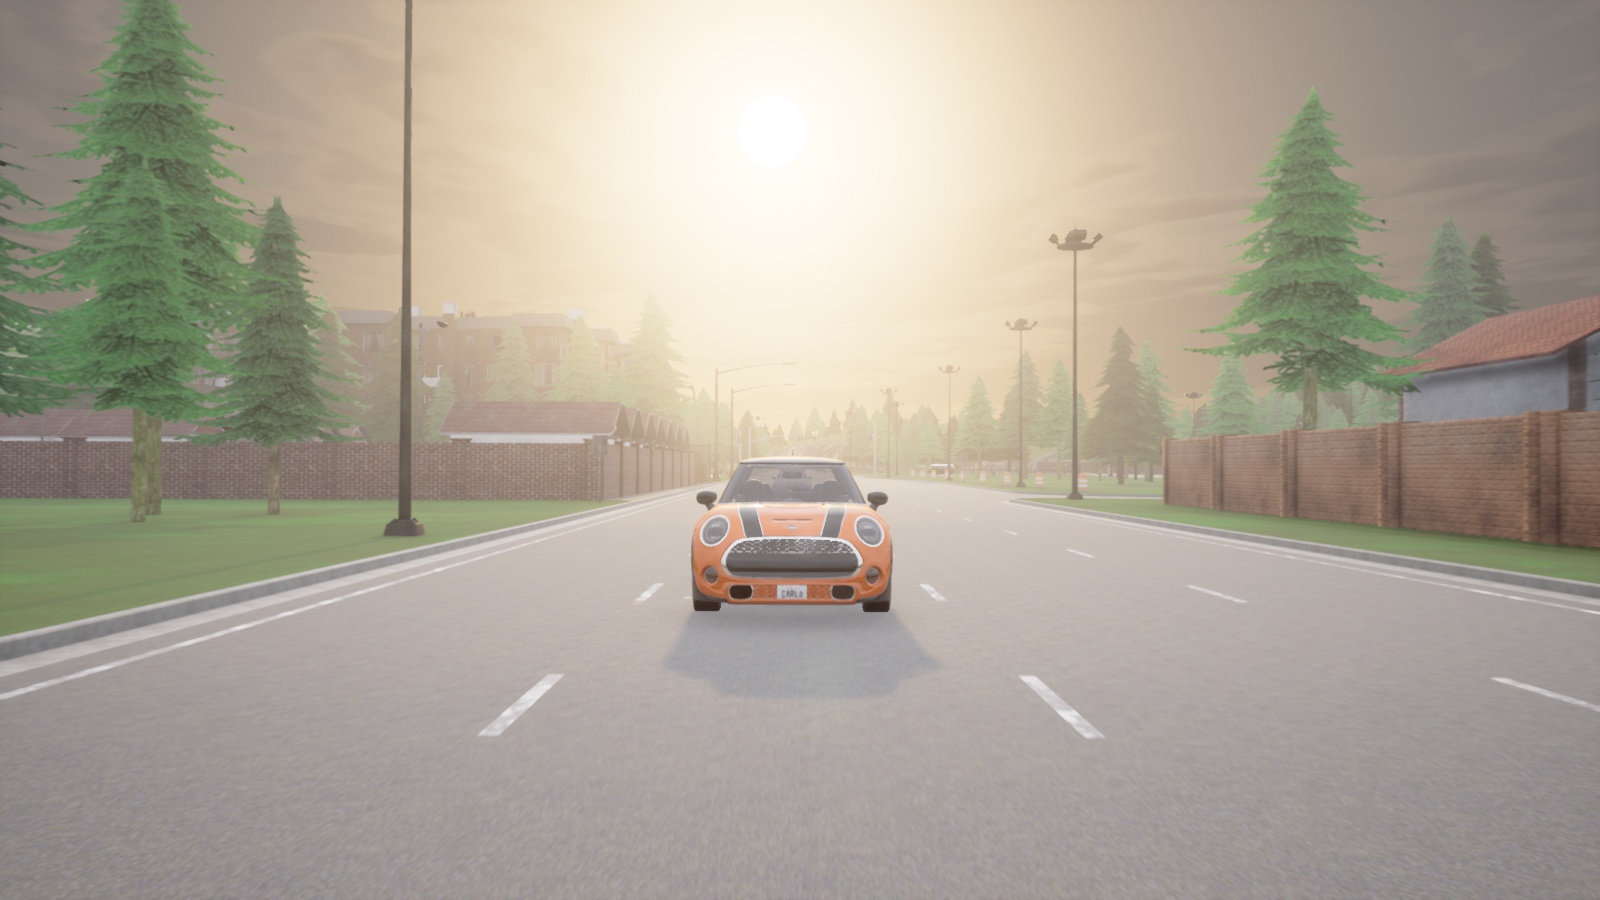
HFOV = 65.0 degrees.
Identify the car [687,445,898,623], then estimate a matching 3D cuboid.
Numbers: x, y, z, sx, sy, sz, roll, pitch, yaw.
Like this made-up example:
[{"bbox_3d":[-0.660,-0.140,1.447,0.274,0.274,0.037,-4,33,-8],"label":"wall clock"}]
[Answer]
[{"bbox_3d":[-0.088,0.863,14.789,2.097,1.767,4.553,0,-1,0],"label":"car"}]
